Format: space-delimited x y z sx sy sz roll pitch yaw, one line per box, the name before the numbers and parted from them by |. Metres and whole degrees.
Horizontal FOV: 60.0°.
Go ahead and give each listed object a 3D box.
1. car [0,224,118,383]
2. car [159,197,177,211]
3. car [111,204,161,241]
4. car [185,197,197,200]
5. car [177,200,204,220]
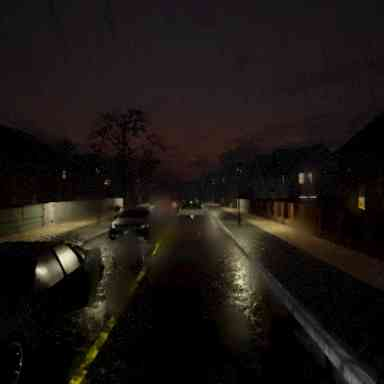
car | -2.850 1.541 5.244 2.033 1.411 5.357 0 0 0
car | -2.868 1.426 40.818 2.097 1.767 4.553 0 0 -1
car | -2.841 1.522 16.894 1.812 1.442 4.674 0 0 0
car | -0.169 1.441 44.751 2.097 1.767 4.553 0 0 -1
car | 0.012 1.625 27.912 1.895 1.301 4.718 0 0 0
